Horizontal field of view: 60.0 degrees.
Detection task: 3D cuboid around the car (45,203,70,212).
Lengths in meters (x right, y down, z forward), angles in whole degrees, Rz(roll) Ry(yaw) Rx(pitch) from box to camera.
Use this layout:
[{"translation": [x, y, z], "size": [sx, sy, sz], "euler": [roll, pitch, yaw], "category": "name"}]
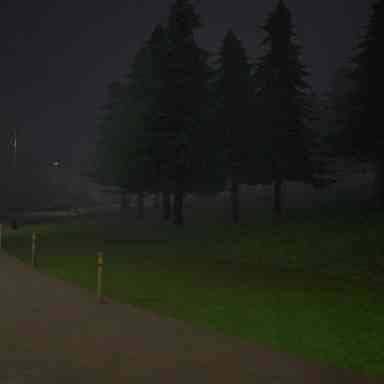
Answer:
[{"translation": [-21.898, 2.468, 54.332], "size": [2.128, 1.511, 4.902], "euler": [0, 0, 13], "category": "car"}]
